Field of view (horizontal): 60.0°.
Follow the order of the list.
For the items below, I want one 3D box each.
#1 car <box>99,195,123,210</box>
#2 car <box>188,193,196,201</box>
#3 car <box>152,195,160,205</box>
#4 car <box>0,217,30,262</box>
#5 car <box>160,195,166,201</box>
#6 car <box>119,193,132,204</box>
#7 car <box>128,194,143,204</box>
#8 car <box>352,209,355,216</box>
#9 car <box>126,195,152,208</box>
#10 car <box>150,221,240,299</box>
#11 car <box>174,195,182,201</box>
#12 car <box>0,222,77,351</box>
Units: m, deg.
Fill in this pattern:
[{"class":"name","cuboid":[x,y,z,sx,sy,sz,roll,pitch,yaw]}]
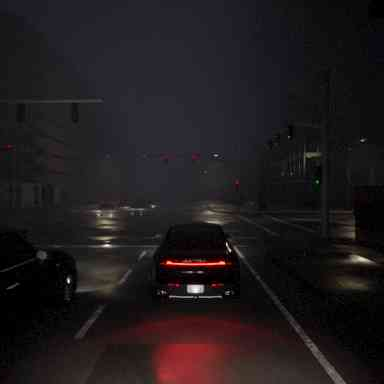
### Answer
[{"class":"car","cuboid":[-10.962,1.478,44.314,1.882,1.535,5.008,0,0,0]},{"class":"car","cuboid":[-0.004,1.225,84.459,2.150,2.045,5.566,0,0,1]},{"class":"car","cuboid":[-7.373,1.478,58.481,1.882,1.535,5.008,0,0,1]},{"class":"car","cuboid":[-7.121,1.600,10.342,1.895,1.301,4.718,0,0,0]},{"class":"car","cuboid":[-7.087,1.412,77.099,2.033,1.411,5.357,0,0,1]},{"class":"car","cuboid":[-10.930,1.221,54.134,2.150,2.045,5.566,0,0,1]},{"class":"car","cuboid":[-10.781,1.352,63.883,2.097,1.767,4.553,0,0,1]},{"class":"car","cuboid":[15.976,1.656,27.665,4.718,1.301,1.895,0,0,0]},{"class":"car","cuboid":[-7.474,1.547,47.496,2.033,1.411,5.357,0,0,0]},{"class":"car","cuboid":[0.082,1.505,8.441,1.837,1.490,4.892,0,0,0]},{"class":"car","cuboid":[-3.507,1.553,84.235,1.994,1.385,4.181,0,0,1]},{"class":"car","cuboid":[-3.445,1.352,5.119,2.097,1.767,4.553,0,0,0]}]
